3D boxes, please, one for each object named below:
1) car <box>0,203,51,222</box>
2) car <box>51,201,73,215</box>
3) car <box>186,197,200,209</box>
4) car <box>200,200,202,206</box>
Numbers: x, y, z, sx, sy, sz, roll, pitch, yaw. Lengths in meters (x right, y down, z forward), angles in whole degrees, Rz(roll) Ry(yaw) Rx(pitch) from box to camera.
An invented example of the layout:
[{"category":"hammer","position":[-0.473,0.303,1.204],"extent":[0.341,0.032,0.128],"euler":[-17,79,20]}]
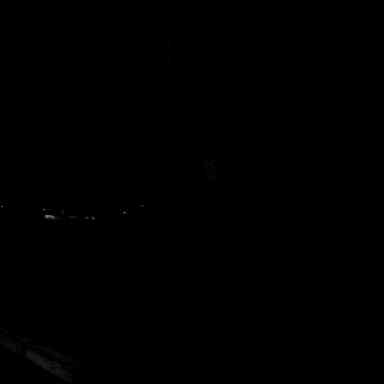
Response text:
[{"category":"car","position":[-13.829,1.560,26.268],"extent":[1.994,1.385,4.181],"euler":[0,0,39]},{"category":"car","position":[-12.413,1.558,33.636],"extent":[1.994,1.385,4.181],"euler":[0,0,38]},{"category":"car","position":[-1.518,1.434,41.605],"extent":[1.837,1.490,4.892],"euler":[0,1,39]},{"category":"car","position":[-0.371,1.421,48.629],"extent":[1.994,1.385,4.181],"euler":[0,1,38]}]
